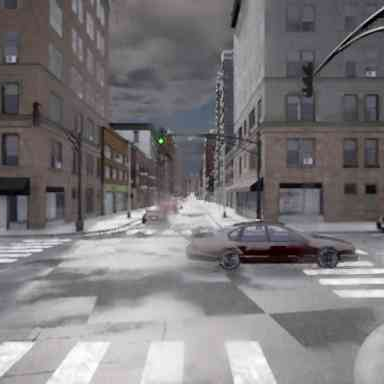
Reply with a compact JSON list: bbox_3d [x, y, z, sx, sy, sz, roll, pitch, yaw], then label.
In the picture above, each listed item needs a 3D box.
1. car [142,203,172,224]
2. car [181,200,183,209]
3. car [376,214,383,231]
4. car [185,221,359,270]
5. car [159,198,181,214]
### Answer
[{"bbox_3d":[-3.070,1.937,28.548,1.994,1.385,4.181,0,-1,0],"label":"car"},{"bbox_3d":[-2.936,2.069,62.995,2.150,2.045,5.566,0,-1,0],"label":"car"},{"bbox_3d":[12.100,1.339,16.711,5.009,1.841,2.192,-1,0,0],"label":"car"},{"bbox_3d":[2.450,1.680,10.949,5.357,1.411,2.033,0,-1,0],"label":"car"},{"bbox_3d":[-3.047,1.811,44.041,2.150,2.045,5.566,0,-1,0],"label":"car"}]
